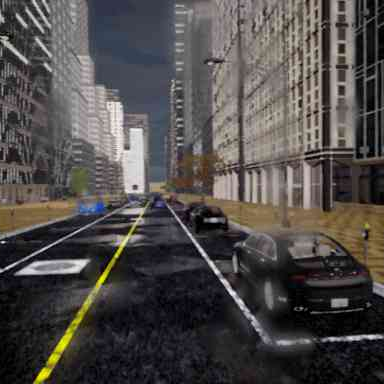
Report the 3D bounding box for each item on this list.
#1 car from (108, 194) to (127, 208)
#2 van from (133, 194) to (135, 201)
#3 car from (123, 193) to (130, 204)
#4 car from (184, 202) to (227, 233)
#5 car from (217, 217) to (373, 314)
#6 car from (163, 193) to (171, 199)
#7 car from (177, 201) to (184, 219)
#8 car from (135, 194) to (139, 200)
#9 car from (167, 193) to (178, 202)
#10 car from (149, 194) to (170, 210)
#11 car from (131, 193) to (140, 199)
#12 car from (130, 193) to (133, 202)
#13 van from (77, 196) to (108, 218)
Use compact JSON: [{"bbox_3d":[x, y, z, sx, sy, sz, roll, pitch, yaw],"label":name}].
[{"bbox_3d":[-10.462,1.358,45.565,2.008,1.369,4.403,-2,1,-6],"label":"car"},{"bbox_3d":[-12.255,1.062,62.343,1.690,1.788,3.998,-2,0,-6],"label":"van"},{"bbox_3d":[-11.040,1.304,50.990,1.752,1.417,4.829,-2,1,-6],"label":"car"},{"bbox_3d":[0.849,1.405,18.485,1.947,1.339,4.313,-2,1,-6],"label":"car"},{"bbox_3d":[2.039,1.461,7.298,2.008,1.369,4.403,-2,1,-6],"label":"car"},{"bbox_3d":[-6.408,0.952,83.522,1.801,1.575,5.366,-1,0,-6],"label":"car"},{"bbox_3d":[0.253,1.370,24.079,1.947,1.339,4.313,-2,1,-6],"label":"car"},{"bbox_3d":[-13.439,1.210,73.532,1.887,1.381,4.507,-2,0,-6],"label":"car"},{"bbox_3d":[-3.320,1.198,57.640,1.802,1.307,4.206,-2,0,-6],"label":"car"},{"bbox_3d":[-3.899,1.283,38.715,1.812,1.442,4.674,-1,0,-6],"label":"car"},{"bbox_3d":[-15.226,1.138,90.313,2.008,1.369,4.403,-2,0,-6],"label":"car"},{"bbox_3d":[-11.653,1.294,56.753,1.887,1.381,4.507,-2,0,-6],"label":"car"},{"bbox_3d":[-8.682,1.244,28.784,1.690,1.788,3.998,-2,1,-6],"label":"van"}]
